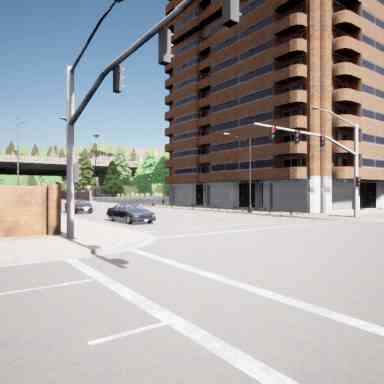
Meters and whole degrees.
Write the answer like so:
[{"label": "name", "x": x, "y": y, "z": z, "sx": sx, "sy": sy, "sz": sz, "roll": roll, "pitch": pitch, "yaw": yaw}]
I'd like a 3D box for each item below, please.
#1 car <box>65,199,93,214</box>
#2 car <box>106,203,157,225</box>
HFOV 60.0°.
[{"label": "car", "x": -11.859, "y": 1.490, "z": 34.813, "sx": 2.128, "sy": 1.511, "sz": 4.902, "roll": 0, "pitch": 0, "yaw": -36}, {"label": "car", "x": -4.673, "y": 1.547, "z": 24.821, "sx": 2.033, "sy": 1.411, "sz": 5.357, "roll": 0, "pitch": 0, "yaw": -36}]
